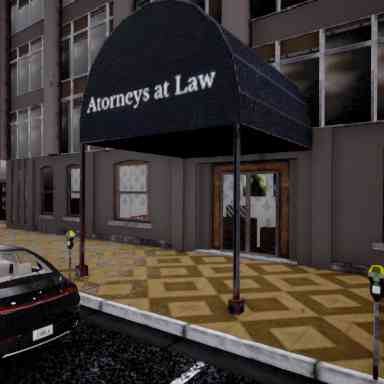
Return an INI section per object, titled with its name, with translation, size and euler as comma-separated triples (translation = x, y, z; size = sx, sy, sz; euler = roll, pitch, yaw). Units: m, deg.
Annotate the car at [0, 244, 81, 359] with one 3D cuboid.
[car]
translation = -3.666, 1.550, 5.498
size = 4.403, 1.369, 2.008
euler = 0, 0, 36
